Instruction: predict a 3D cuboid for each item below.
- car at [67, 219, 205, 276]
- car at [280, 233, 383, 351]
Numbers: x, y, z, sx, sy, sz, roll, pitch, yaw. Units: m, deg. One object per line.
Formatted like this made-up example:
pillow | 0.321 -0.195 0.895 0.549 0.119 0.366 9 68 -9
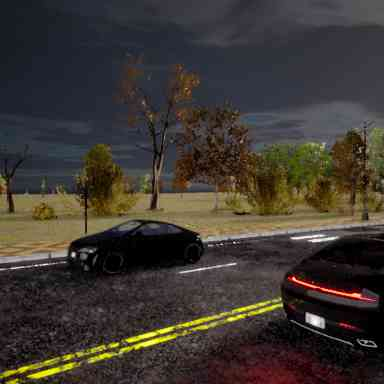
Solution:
car | -1.643 1.563 10.384 4.181 1.385 1.994 0 0 -34
car | 3.678 1.504 5.907 4.892 1.490 1.837 0 0 -34
